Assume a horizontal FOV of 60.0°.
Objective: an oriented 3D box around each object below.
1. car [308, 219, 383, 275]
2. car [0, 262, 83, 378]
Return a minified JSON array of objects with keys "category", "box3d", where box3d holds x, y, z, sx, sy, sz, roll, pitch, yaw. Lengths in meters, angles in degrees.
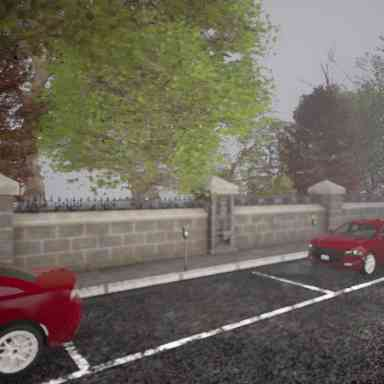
[{"category":"car","box3d":[5.510,1.562,10.486,4.507,1.381,1.887,0,0,-35]},{"category":"car","box3d":[-3.662,1.544,3.947,4.507,1.381,1.887,0,0,-35]}]
